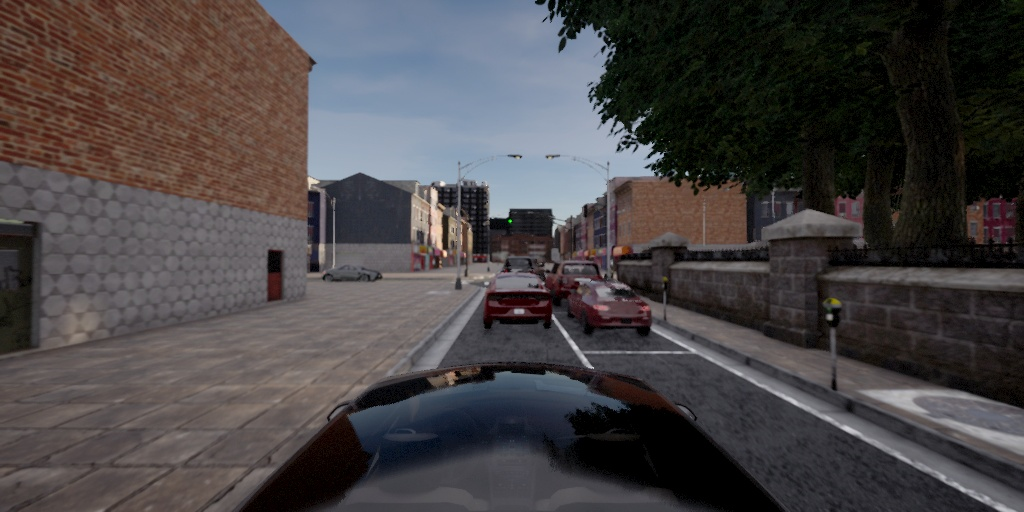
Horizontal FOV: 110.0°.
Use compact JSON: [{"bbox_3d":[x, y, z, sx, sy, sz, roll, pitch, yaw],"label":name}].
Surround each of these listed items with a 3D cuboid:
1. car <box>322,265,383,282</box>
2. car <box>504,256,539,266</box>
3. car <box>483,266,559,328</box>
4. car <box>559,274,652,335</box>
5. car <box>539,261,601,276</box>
[{"bbox_3d":[-12.117,1.345,27.390,4.181,1.385,1.994,0,-1,0],"label":"car"},{"bbox_3d":[0.824,1.052,22.876,2.150,2.045,5.566,0,0,12],"label":"car"},{"bbox_3d":[0.111,1.260,11.576,1.882,1.535,5.008,0,0,-2],"label":"car"},{"bbox_3d":[2.646,1.367,10.413,1.802,1.307,4.207,0,0,0],"label":"car"},{"bbox_3d":[2.630,1.120,15.861,2.192,1.841,5.009,0,0,0],"label":"car"}]
